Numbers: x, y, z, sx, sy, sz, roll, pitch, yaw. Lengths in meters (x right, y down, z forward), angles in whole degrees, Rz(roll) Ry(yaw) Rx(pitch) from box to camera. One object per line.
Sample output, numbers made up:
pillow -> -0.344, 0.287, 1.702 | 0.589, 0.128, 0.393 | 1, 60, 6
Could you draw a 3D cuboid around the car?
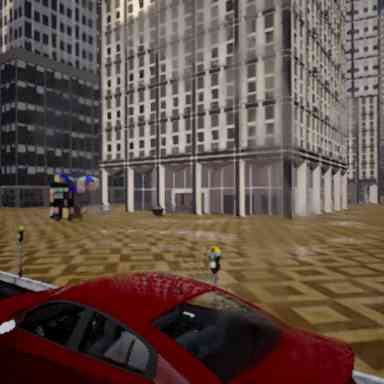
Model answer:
car -> -0.751, 1.545, 3.442 | 4.507, 1.381, 1.887 | 0, 0, 35
